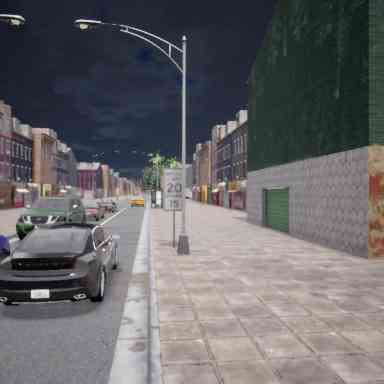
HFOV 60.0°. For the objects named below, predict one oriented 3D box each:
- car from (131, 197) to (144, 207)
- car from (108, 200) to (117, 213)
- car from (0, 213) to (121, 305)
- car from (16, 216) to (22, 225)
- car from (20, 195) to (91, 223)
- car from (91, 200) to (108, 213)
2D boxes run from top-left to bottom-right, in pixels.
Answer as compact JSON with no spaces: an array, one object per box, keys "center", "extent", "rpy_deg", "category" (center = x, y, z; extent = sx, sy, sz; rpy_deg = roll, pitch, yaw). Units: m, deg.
[{"center":[-8.438,1.452,51.770],"extent":[1.882,1.535,5.008],"rpy_deg":[0,0,-8],"category":"car"},{"center":[-9.424,1.525,36.693],"extent":[1.994,1.385,4.181],"rpy_deg":[0,0,-7],"category":"car"},{"center":[-2.906,1.491,8.089],"extent":[1.837,1.490,4.892],"rpy_deg":[0,0,-7],"category":"car"},{"center":[-5.693,1.502,7.391],"extent":[1.812,1.442,4.674],"rpy_deg":[0,0,-7],"category":"car"},{"center":[-6.922,1.191,17.022],"extent":[2.150,2.045,5.566],"rpy_deg":[0,0,-7],"category":"car"},{"center":[-8.182,1.490,26.764],"extent":[1.812,1.442,4.674],"rpy_deg":[0,0,-7],"category":"car"}]
